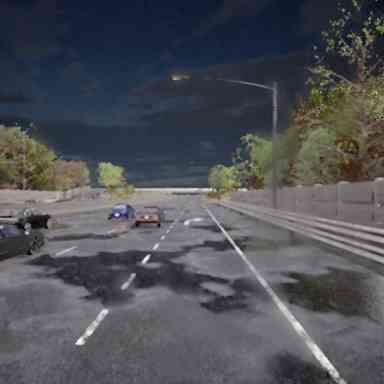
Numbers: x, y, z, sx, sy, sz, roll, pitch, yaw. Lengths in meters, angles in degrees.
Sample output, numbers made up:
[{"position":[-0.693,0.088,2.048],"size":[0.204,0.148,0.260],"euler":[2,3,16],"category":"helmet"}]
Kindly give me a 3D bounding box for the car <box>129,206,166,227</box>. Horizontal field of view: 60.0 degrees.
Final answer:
[{"position":[-3.098,1.807,25.319],"size":[2.033,1.411,5.357],"euler":[0,-1,0],"category":"car"}]

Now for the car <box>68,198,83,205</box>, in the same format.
[{"position":[-27.041,2.207,77.574],"size":[1.812,1.442,4.674],"euler":[0,-1,1],"category":"car"}]

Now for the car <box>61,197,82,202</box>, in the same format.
[{"position":[-23.678,2.243,66.702],"size":[2.128,1.511,4.902],"euler":[0,-1,1],"category":"car"}]

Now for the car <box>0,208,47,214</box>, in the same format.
[{"position":[-10.162,1.692,20.179],"size":[2.128,1.511,4.902],"euler":[0,0,1],"category":"car"}]

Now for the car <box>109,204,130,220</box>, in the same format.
[{"position":[-6.520,1.845,31.338],"size":[1.812,1.442,4.674],"euler":[0,-1,1],"category":"car"}]

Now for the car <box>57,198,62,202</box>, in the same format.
[{"position":[-30.518,1.974,79.476],"size":[1.882,1.535,5.008],"euler":[0,-1,1],"category":"car"}]

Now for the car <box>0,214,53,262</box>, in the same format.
[{"position":[-6.771,1.653,10.740],"size":[2.033,1.411,5.357],"euler":[0,-1,1],"category":"car"}]
